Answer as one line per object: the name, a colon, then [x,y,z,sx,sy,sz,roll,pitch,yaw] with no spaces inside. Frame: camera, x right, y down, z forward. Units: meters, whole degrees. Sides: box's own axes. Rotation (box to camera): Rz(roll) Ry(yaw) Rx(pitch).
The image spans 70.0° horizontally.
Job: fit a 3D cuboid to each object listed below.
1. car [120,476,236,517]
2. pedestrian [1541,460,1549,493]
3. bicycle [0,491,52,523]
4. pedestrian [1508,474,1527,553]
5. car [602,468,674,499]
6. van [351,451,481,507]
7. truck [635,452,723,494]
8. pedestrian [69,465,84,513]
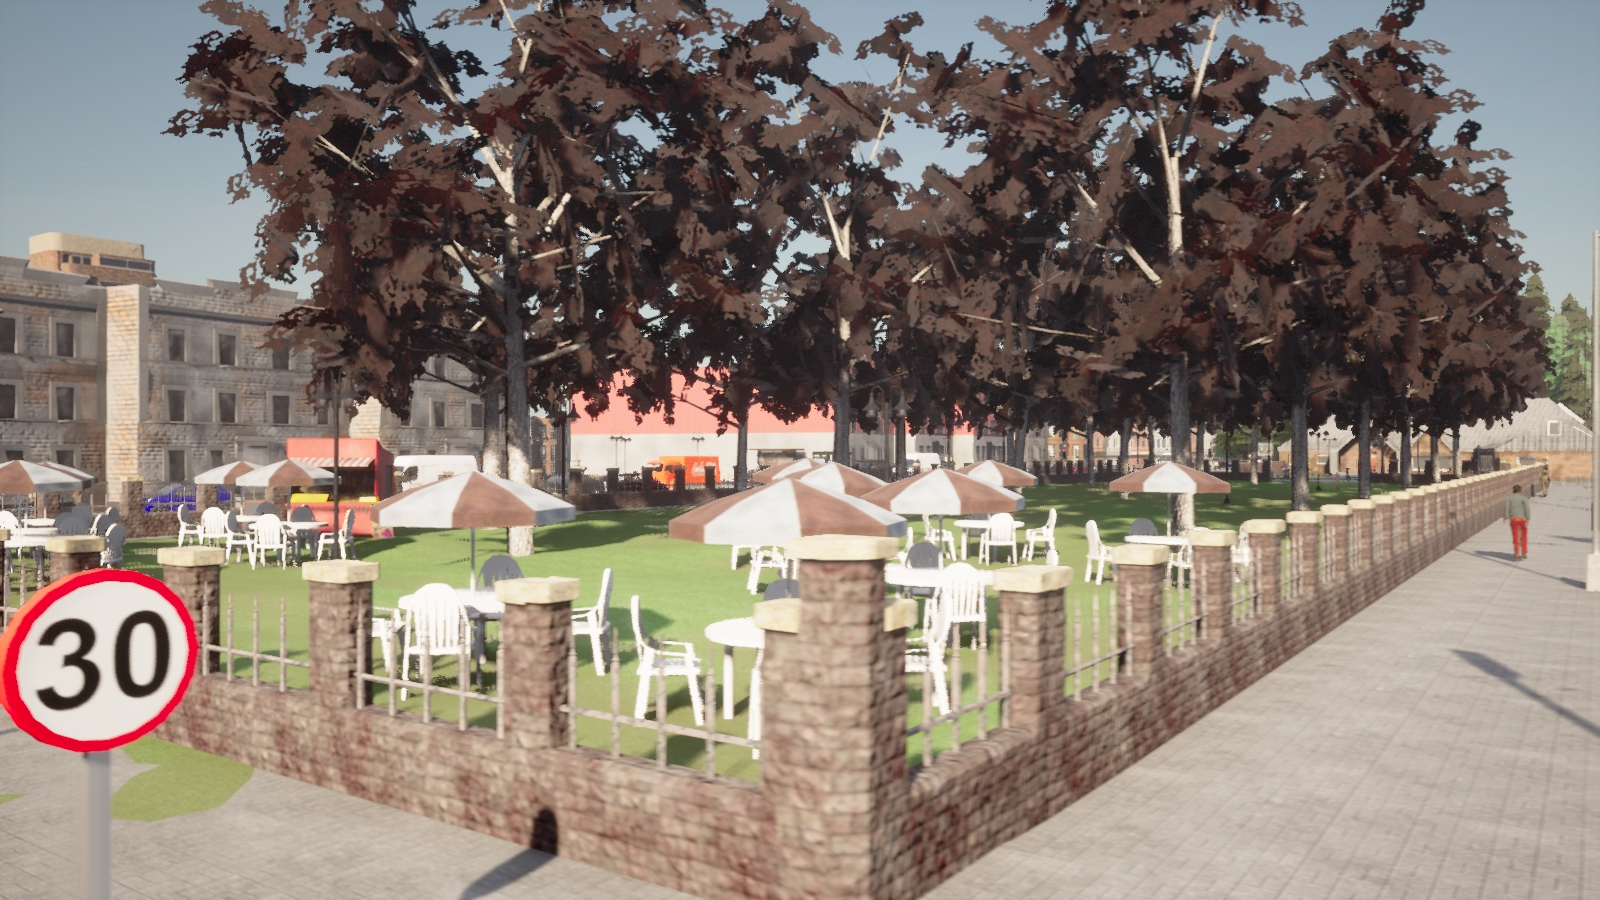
car: [-24.784,1.819,45.638,1.845,1.501,3.633,0,0,35]
pedestrian: [42.346,1.524,64.947,0.375,1.860,0.375,0,0,35]
bicycle: [-27.947,2.037,41.139,0.859,1.080,1.487,0,0,35]
pedestrian: [17.328,1.525,27.597,0.375,1.860,0.375,0,0,37]
car: [-8.699,1.807,61.665,1.789,1.549,3.705,0,0,35]
van: [-18.344,1.315,54.873,1.988,2.561,5.915,0,0,35]
truck: [-7.408,1.350,70.508,2.627,2.467,5.204,0,0,35]
pedestrian: [-28.502,1.524,45.025,0.375,1.860,0.375,0,0,34]
